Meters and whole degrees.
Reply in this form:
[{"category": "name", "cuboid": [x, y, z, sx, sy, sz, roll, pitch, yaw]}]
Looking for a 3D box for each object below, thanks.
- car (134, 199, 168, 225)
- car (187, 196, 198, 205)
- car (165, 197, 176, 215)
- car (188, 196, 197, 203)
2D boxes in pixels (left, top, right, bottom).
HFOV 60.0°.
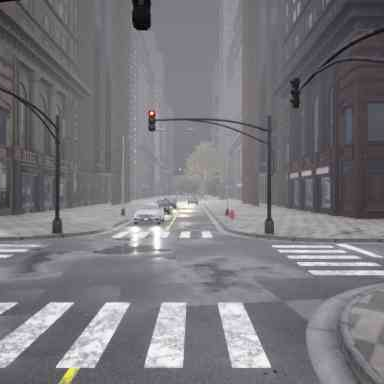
[{"category": "car", "cuboid": [-3.075, 1.526, 24.504, 1.812, 1.442, 4.674, 0, 0, 0]}, {"category": "car", "cuboid": [0.148, 1.582, 59.420, 2.033, 1.411, 5.357, 0, 0, 0]}, {"category": "car", "cuboid": [-3.067, 1.553, 34.914, 2.033, 1.411, 5.357, 0, 0, 0]}, {"category": "car", "cuboid": [0.169, 1.574, 69.769, 1.812, 1.442, 4.674, 0, 0, 0]}]
